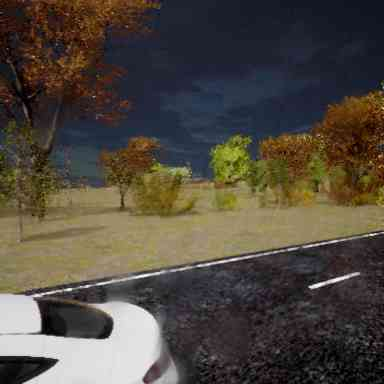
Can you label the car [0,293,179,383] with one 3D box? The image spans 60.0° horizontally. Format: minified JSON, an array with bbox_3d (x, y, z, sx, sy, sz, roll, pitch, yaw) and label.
[{"bbox_3d":[-2.270,1.538,2.028,4.674,1.442,1.812,-1,1,-35],"label":"car"}]
